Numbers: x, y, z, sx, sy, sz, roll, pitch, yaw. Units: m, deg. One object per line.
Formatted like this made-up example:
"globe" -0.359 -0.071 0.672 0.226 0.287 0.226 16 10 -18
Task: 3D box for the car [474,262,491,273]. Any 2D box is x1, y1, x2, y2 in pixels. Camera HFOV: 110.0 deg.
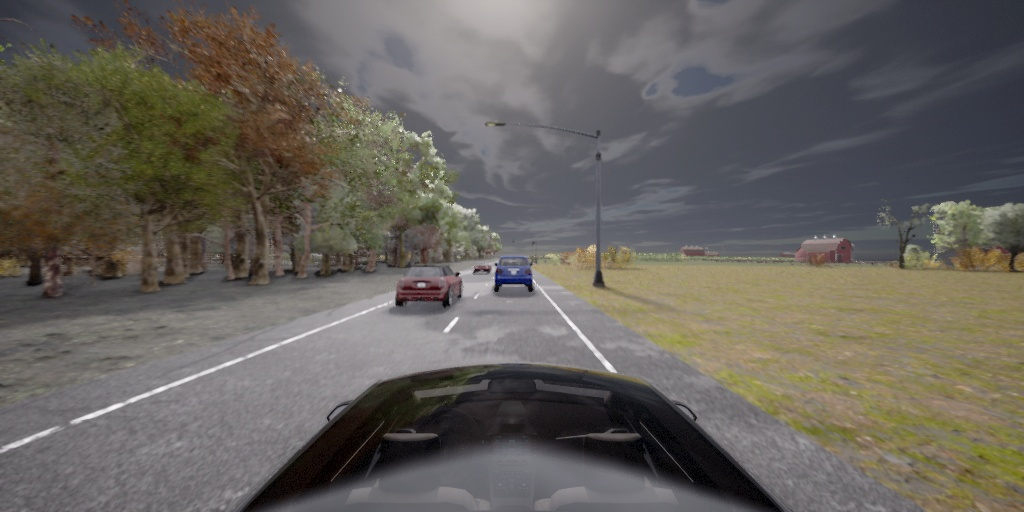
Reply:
"car" -3.415 1.354 42.779 1.895 1.301 4.718 0 0 0

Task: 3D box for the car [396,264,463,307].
"car" -3.405 1.106 15.598 2.097 1.767 4.553 0 0 0

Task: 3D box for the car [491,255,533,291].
"car" 0.092 0.977 21.887 2.150 2.045 5.566 0 0 0
